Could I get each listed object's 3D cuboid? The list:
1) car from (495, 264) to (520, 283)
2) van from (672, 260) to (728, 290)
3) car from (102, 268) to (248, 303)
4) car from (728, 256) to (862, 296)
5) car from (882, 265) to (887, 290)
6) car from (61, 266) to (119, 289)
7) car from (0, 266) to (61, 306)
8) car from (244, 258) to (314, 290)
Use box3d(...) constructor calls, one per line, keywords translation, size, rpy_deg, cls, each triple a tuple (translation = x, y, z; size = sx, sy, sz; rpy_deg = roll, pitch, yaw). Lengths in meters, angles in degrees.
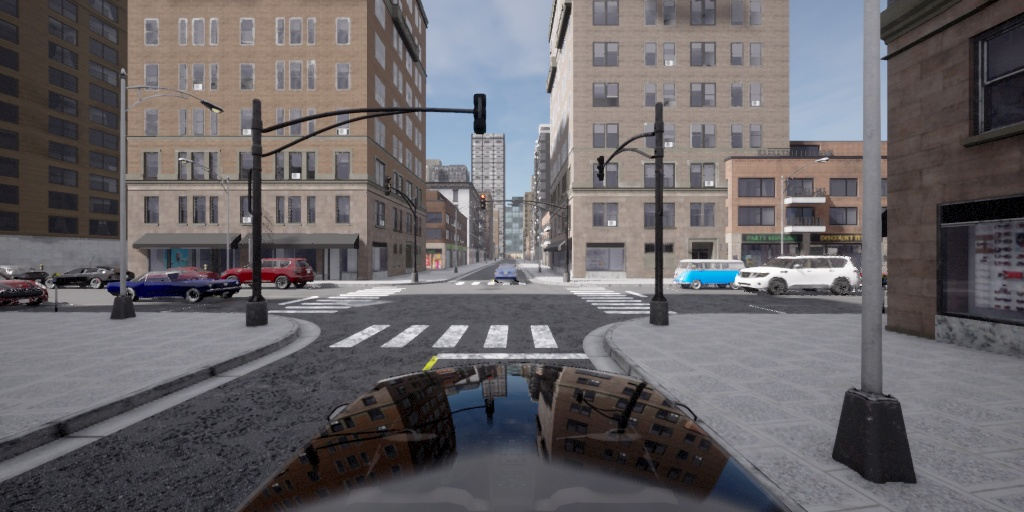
box3d(translation=(-0.377, 1.309, 28.540), size=(2.033, 1.411, 5.357), rpy_deg=(0, 0, 1), cls="car")
box3d(translation=(12.043, 1.108, 21.918), size=(3.998, 1.789, 1.690), rpy_deg=(0, 0, 0), cls="van")
box3d(translation=(-14.997, 1.345, 16.139), size=(4.718, 1.301, 1.895), rpy_deg=(0, 0, 3), cls="car")
box3d(translation=(15.133, 0.992, 19.145), size=(5.566, 2.045, 2.150), rpy_deg=(0, 0, 0), cls="car")
box3d(translation=(23.235, 1.216, 21.850), size=(4.097, 1.591, 1.967), rpy_deg=(0, 0, 0), cls="car")
box3d(translation=(-25.951, 1.300, 22.148), size=(4.313, 1.339, 1.948), rpy_deg=(0, 0, 0), cls="car")
box3d(translation=(-20.454, 1.179, 13.589), size=(4.097, 1.591, 1.967), rpy_deg=(0, 0, 0), cls="car")
box3d(translation=(-14.904, 1.059, 22.081), size=(5.009, 1.841, 2.192), rpy_deg=(0, 0, 0), cls="car")
